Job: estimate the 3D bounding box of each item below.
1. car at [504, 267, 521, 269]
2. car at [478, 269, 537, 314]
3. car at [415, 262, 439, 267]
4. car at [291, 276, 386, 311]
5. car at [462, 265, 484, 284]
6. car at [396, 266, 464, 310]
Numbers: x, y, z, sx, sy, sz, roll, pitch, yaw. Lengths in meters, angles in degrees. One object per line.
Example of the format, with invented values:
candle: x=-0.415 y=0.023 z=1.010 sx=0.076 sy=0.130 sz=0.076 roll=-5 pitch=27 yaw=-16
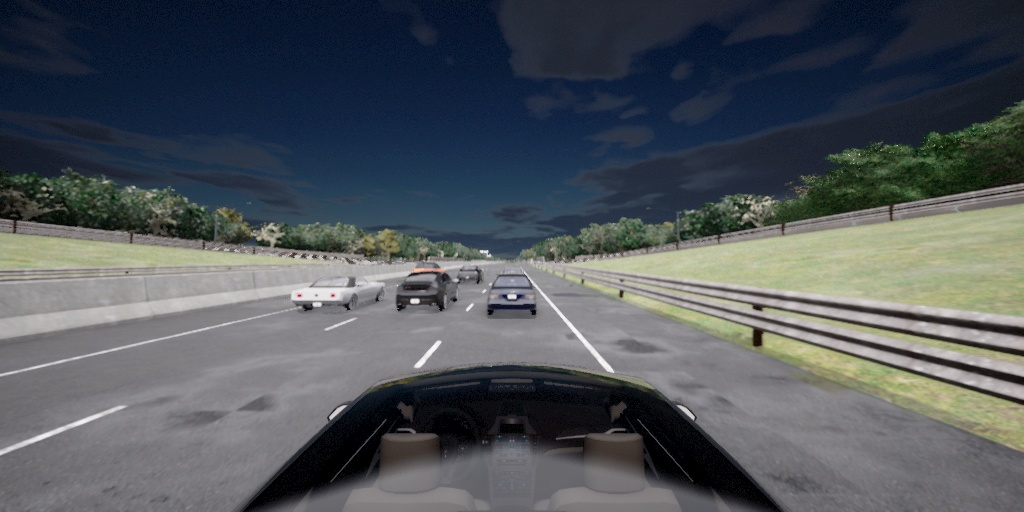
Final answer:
car: x=0.060 y=1.606 z=30.084 sx=1.895 sy=1.301 sz=4.718 roll=0 pitch=0 yaw=1
car: x=0.012 y=1.417 z=14.398 sx=2.033 sy=1.411 sz=5.357 roll=0 pitch=0 yaw=0
car: x=-6.935 y=1.358 z=30.291 sx=2.097 sy=1.767 sz=4.553 roll=0 pitch=-1 yaw=1
car: x=-6.979 y=1.477 z=15.117 sx=1.895 sy=1.301 sz=4.718 roll=0 pitch=0 yaw=0
car: x=-3.435 y=1.500 z=30.338 sx=2.128 sy=1.511 sz=4.902 roll=0 pitch=0 yaw=1
car: x=-3.474 y=1.385 z=15.363 sx=1.837 sy=1.490 sz=4.892 roll=0 pitch=0 yaw=1
